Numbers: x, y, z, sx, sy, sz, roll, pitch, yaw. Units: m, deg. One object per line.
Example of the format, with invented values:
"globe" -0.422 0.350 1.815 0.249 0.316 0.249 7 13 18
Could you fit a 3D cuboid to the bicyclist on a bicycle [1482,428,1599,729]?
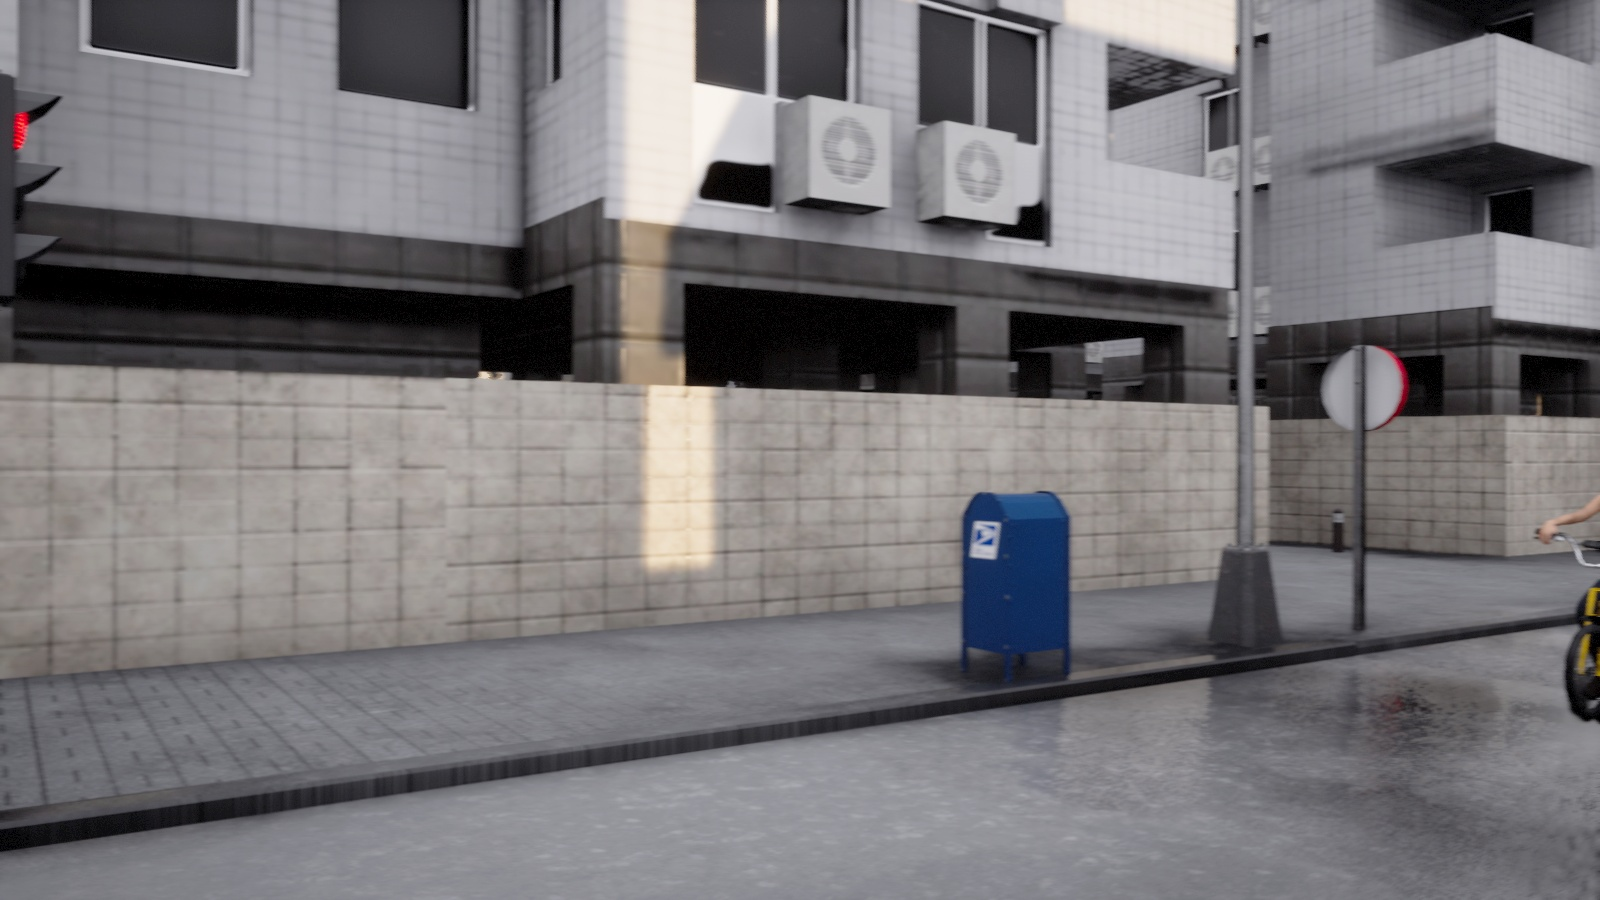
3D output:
"bicyclist on a bicycle" 4.812 0.688 7.308 1.509 1.612 0.866 0 0 -33
